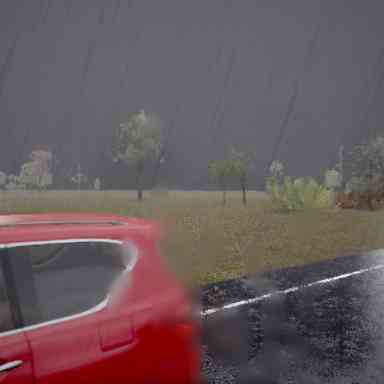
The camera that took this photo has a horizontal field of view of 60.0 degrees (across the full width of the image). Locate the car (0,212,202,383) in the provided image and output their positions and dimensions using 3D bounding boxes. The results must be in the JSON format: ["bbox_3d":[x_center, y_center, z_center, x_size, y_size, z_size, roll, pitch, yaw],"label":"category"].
[{"bbox_3d":[-2.523,1.221,2.065,5.566,2.045,2.150,0,0,-36],"label":"car"}]
